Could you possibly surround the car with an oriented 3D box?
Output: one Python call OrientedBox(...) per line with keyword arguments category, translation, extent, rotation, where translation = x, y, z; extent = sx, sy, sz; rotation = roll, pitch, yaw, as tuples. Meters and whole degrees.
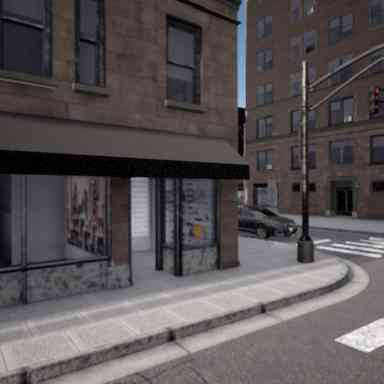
OrientedBox(category="car", translation=(3.179, 1.493, 17.361), extent=(1.837, 1.490, 4.892), rotation=(0, 0, -36))
